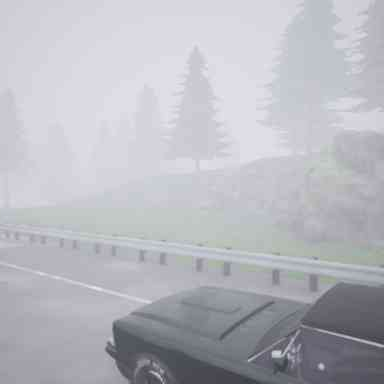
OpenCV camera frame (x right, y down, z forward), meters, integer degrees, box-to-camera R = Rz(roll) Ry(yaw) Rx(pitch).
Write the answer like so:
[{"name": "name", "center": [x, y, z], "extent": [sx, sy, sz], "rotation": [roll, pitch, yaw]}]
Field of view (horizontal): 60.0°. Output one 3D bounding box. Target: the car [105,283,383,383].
[{"name": "car", "center": [1.364, 1.598, 3.065], "extent": [4.718, 1.301, 1.895], "rotation": [0, 0, 36]}]
